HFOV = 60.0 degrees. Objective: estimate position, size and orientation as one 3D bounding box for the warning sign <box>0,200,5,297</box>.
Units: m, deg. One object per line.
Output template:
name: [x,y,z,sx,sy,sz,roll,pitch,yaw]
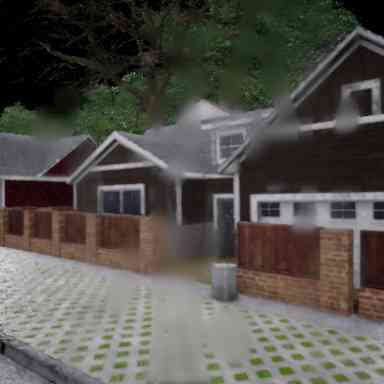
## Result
warning sign: [-4.466,1.113,6.232,1.060,1.860,1.300,-2,0,35]
